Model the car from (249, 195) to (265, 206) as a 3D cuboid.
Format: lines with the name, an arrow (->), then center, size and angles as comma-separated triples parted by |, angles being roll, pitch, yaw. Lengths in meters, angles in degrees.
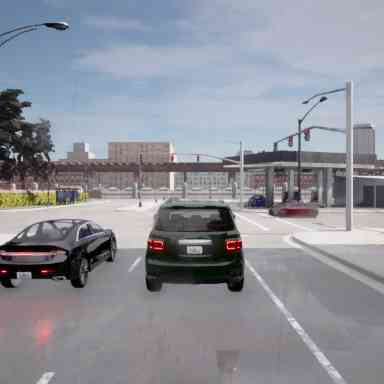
car -> 9.649, 1.295, 49.338 | 2.242, 1.667, 4.611 | 0, 0, 0

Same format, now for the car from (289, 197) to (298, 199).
car -> 15.393, 1.456, 50.107 | 1.970, 1.475, 3.806 | 0, 0, 0

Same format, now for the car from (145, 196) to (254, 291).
car -> 0.073, 1.221, 9.153 | 2.150, 2.045, 5.566 | 0, 0, 0

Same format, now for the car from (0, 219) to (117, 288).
car -> -3.431, 1.492, 9.238 | 2.128, 1.511, 4.902 | 0, 0, 0

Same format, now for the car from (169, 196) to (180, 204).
car -> -3.483, 1.564, 66.867 | 1.994, 1.385, 4.181 | 0, 0, 0

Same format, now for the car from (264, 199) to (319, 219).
car -> 8.870, 1.563, 29.149 | 4.181, 1.385, 1.994 | 0, 0, -1
